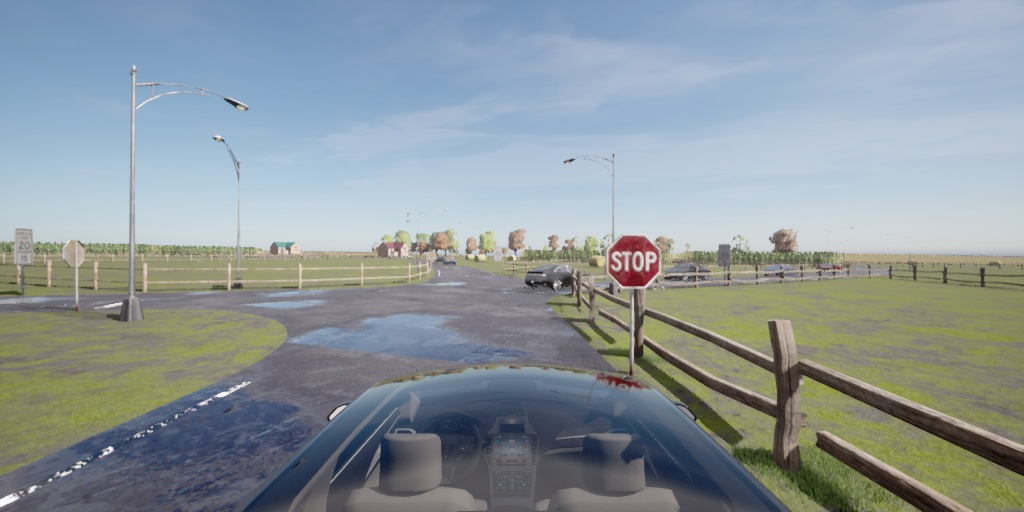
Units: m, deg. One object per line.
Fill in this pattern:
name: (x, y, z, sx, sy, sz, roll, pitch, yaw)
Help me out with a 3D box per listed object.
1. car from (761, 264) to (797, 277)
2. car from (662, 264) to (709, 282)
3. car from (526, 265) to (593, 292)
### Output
car: (30.293, 1.626, 40.577, 5.357, 1.411, 2.033, 1, 0, -33)
car: (15.322, 1.422, 31.595, 4.892, 1.490, 1.837, 0, 0, -30)
car: (2.965, 1.261, 21.436, 4.902, 1.511, 2.128, 1, -1, -42)
